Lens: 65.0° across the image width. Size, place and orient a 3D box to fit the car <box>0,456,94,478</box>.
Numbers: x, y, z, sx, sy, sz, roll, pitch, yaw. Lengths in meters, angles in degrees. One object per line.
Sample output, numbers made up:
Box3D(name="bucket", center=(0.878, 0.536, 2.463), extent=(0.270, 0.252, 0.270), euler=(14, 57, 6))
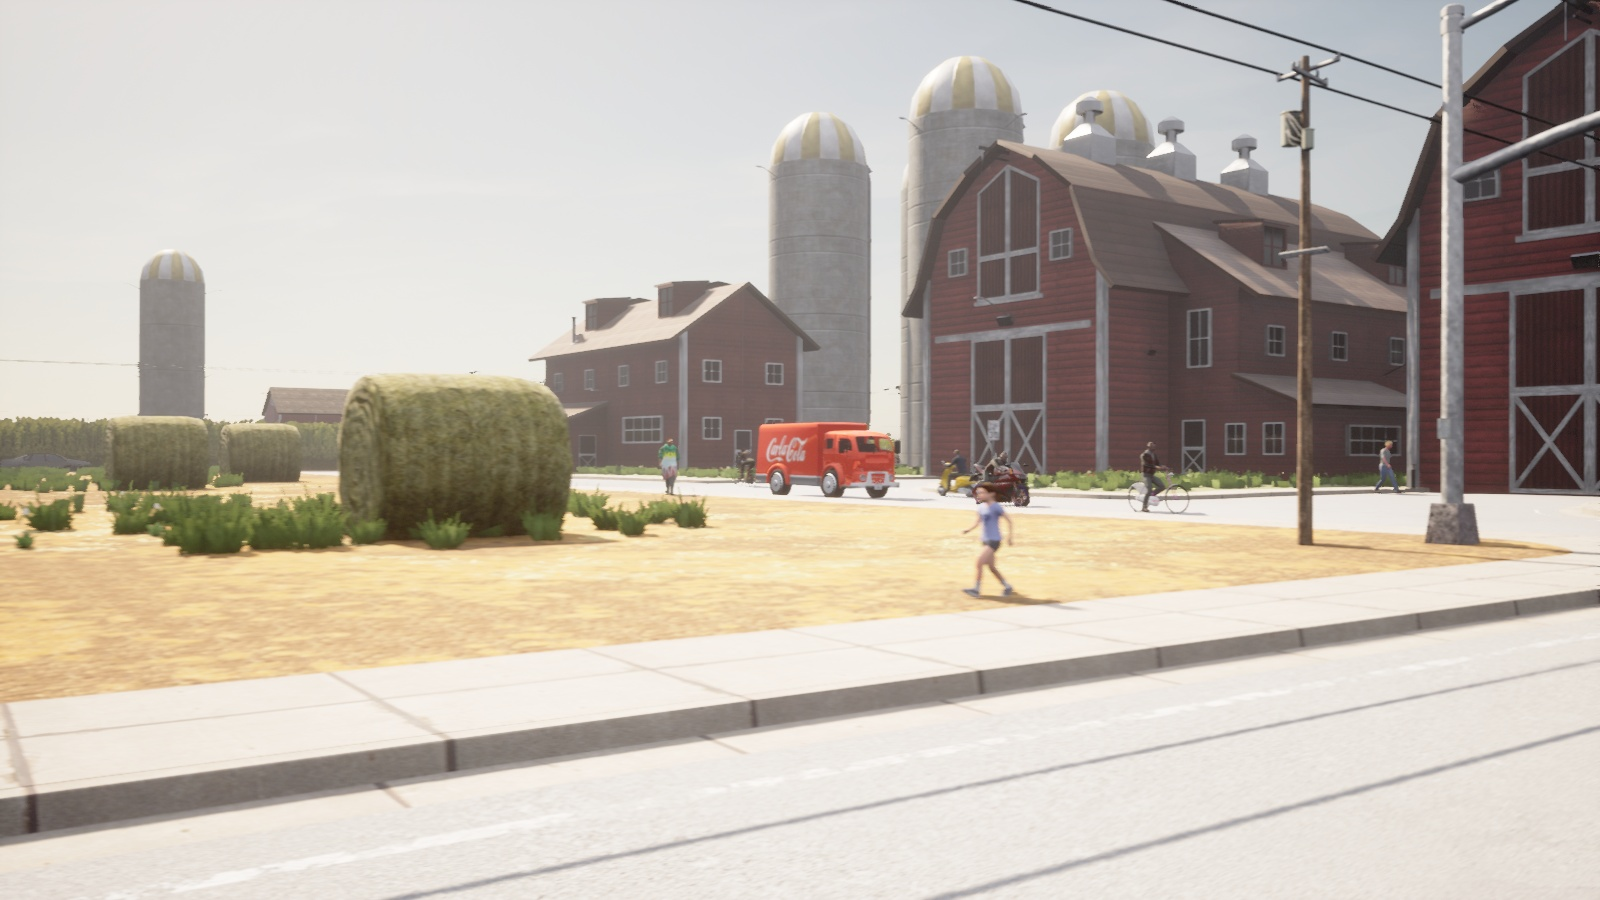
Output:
Box3D(name="car", center=(-49.891, 1.102, 83.132), extent=(5.357, 1.411, 2.033), euler=(0, 0, -35))

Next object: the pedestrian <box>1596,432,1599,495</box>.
Box3D(name="pedestrian", center=(23.916, 0.401, 36.712), extent=(0.634, 1.844, 0.899), euler=(0, 0, -20))

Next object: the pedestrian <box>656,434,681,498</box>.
Box3D(name="pedestrian", center=(-4.078, 0.481, 38.908), extent=(0.659, 1.952, 0.873), euler=(0, 0, -14))

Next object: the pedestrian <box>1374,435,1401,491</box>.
Box3D(name="pedestrian", center=(19.559, 0.421, 41.823), extent=(0.354, 1.836, 0.706), euler=(0, 0, -35))

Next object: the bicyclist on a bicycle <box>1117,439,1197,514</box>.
Box3D(name="bicyclist on a bicycle", center=(8.707, 0.640, 30.669), extent=(0.659, 1.776, 1.843), euler=(0, -1, -36))

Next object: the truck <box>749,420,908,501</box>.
Box3D(name="truck", center=(0.868, 0.331, 41.505), extent=(2.627, 2.467, 5.204), euler=(0, 0, -36))

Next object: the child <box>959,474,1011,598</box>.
Box3D(name="child", center=(1.700, 0.782, 11.552), extent=(0.394, 1.110, 0.255), euler=(0, 0, -20))

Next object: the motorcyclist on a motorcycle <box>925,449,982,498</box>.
Box3D(name="motorcyclist on a motorcycle", center=(5.089, 0.763, 41.647), extent=(0.866, 1.590, 1.817), euler=(0, 0, -36))

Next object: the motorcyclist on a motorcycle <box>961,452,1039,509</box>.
Box3D(name="motorcyclist on a motorcycle", center=(5.557, 0.827, 35.026), extent=(0.866, 1.530, 2.191), euler=(0, 0, -36))
